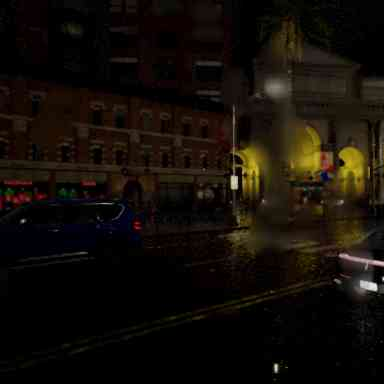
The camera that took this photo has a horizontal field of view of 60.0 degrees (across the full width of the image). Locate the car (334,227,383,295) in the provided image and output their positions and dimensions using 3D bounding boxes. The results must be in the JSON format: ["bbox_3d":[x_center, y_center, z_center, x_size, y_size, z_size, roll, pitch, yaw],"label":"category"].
[{"bbox_3d":[5.191,1.490,7.462,4.902,1.511,2.128,0,0,-35],"label":"car"}]

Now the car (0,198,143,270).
[{"bbox_3d":[-4.156,1.220,9.624,5.566,2.045,2.150,0,0,-36],"label":"car"}]
